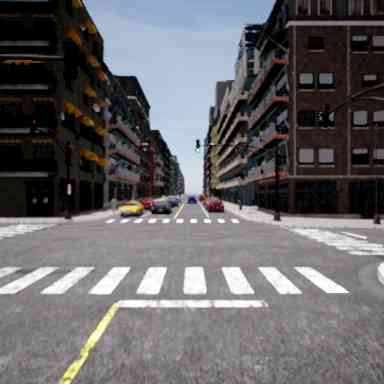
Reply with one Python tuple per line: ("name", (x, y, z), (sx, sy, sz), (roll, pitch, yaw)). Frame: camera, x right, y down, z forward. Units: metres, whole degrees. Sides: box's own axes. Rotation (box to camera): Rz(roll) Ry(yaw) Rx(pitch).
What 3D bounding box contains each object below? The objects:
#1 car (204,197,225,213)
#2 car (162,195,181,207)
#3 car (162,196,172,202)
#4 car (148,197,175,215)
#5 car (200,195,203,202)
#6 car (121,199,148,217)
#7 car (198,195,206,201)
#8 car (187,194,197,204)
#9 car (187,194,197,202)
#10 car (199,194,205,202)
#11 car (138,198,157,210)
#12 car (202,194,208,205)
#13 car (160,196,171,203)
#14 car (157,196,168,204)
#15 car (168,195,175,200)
("car", (2.696, 1.541, 37.624), (1.887, 1.381, 4.507), (1, 0, 0))
("car", (-3.076, 1.560, 49.662), (1.994, 1.385, 4.181), (0, 0, 0))
("car", (-5.688, 1.544, 76.302), (1.887, 1.381, 4.507), (1, 0, 0))
("car", (-3.093, 1.559, 34.361), (1.994, 1.385, 4.181), (0, 0, 0))
("car", (2.694, 1.578, 54.195), (1.802, 1.307, 4.206), (1, 0, 0))
("car", (-5.684, 1.522, 31.944), (1.752, 1.417, 4.829), (1, 0, 0))
("car", (2.693, 1.567, 87.335), (1.947, 1.339, 4.313), (1, 0, 0))
("car", (-0.003, 1.523, 63.885), (1.812, 1.442, 4.674), (0, 0, 0))
("car", (-0.004, 1.284, 73.861), (2.097, 1.767, 4.553), (0, 0, 0))
("car", (2.696, 1.314, 76.289), (2.192, 1.841, 5.009), (1, 0, 0))
("car", (-5.686, 1.541, 43.161), (1.887, 1.381, 4.507), (1, 0, 0))
("car", (2.696, 1.436, 43.148), (1.967, 1.590, 4.097), (1, 0, 0))
("car", (-5.688, 1.549, 70.779), (2.008, 1.369, 4.403), (1, 0, 0))
("car", (-5.687, 1.522, 65.085), (1.752, 1.417, 4.829), (1, 0, 0))
("car", (-5.688, 1.528, 92.701), (1.752, 1.417, 4.829), (1, 0, 0))
